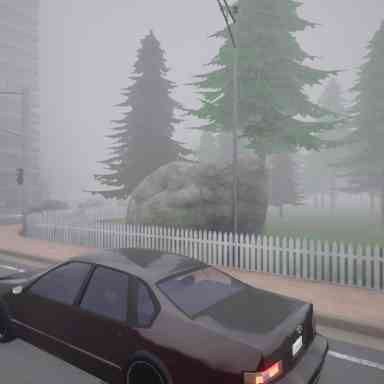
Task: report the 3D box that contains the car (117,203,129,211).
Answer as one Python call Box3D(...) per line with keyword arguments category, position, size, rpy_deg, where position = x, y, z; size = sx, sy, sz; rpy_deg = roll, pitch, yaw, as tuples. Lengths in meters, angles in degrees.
Box3D(category="car", position=(-7.058, 1.296, 38.833), size=(2.097, 1.767, 4.553), rpy_deg=(0, 0, 11))

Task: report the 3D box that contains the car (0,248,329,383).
Box3D(category="car", position=(-1.015, 1.547, 4.712), size=(5.357, 1.411, 2.033), rpy_deg=(0, 0, 35))

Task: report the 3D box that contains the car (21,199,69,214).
Box3D(category="car", position=(-15.235, 1.492, 34.907), size=(2.033, 1.411, 5.357), rpy_deg=(0, 0, 17))

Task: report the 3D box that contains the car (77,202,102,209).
Box3D(category="car", position=(-13.573, 1.545, 44.400), size=(1.895, 1.301, 4.718), rpy_deg=(0, 0, 3))

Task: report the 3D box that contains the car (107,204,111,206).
Box3D(category="car", position=(-14.325, 1.297, 54.186), size=(2.097, 1.767, 4.553), rpy_deg=(0, 0, -12))
